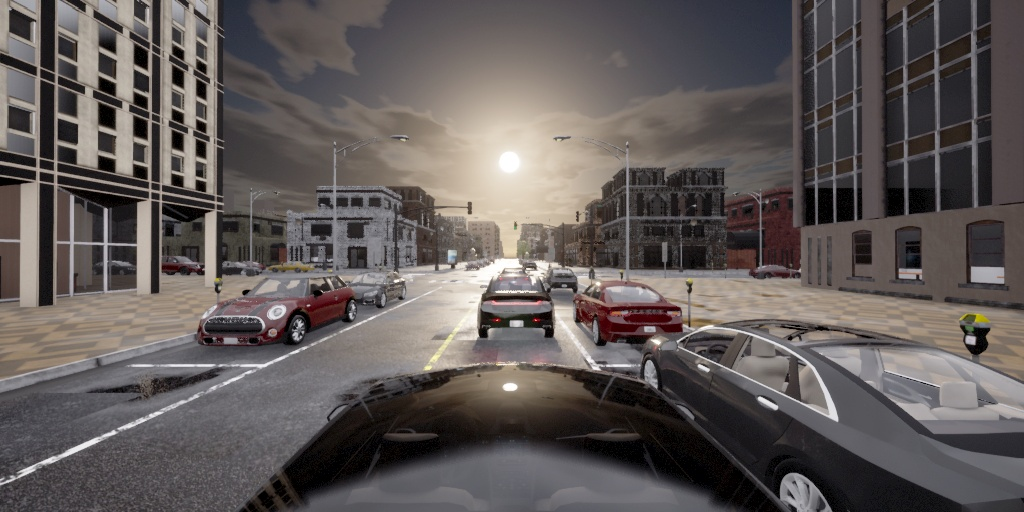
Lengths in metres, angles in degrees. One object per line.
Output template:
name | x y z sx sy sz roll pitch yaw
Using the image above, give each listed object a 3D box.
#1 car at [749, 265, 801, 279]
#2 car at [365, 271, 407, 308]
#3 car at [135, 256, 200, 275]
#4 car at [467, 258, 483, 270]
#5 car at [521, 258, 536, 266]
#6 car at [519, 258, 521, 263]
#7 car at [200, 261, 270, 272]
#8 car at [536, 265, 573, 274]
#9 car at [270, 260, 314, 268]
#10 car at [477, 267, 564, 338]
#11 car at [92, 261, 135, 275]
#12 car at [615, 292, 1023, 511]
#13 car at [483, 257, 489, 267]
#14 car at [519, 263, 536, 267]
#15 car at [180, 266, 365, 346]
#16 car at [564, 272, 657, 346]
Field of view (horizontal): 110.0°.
car | 23.637 1.433 32.227 4.207 1.307 1.802 0 0 1
car | -5.693 1.302 14.934 2.007 1.370 4.403 0 0 0
car | -30.958 0.918 33.093 5.009 1.841 2.192 0 0 1
car | -5.699 1.338 53.012 1.802 1.307 4.207 0 0 0
car | 2.681 1.322 53.001 1.948 1.339 4.313 0 0 0
car | 2.679 1.341 64.043 1.802 1.307 4.207 0 0 0
car | -25.421 1.177 33.009 4.403 1.370 2.007 0 0 1
car | 2.687 1.303 20.610 2.007 1.370 4.403 0 0 0
car | -25.461 1.198 41.391 4.829 1.417 1.751 0 0 1
car | 0.100 1.242 10.135 2.128 1.511 4.902 0 0 0
car | -36.494 1.131 33.177 4.403 1.370 2.007 0 0 1
car | 2.690 1.301 3.535 2.007 1.370 4.403 0 0 0
car | -5.702 1.309 64.056 2.007 1.370 4.403 0 0 0
car | 0.096 1.316 20.578 1.994 1.385 4.181 0 0 0
car | -5.692 1.190 9.242 1.967 1.591 4.097 0 0 0
car | 2.689 1.296 9.226 1.888 1.381 4.507 0 0 0
